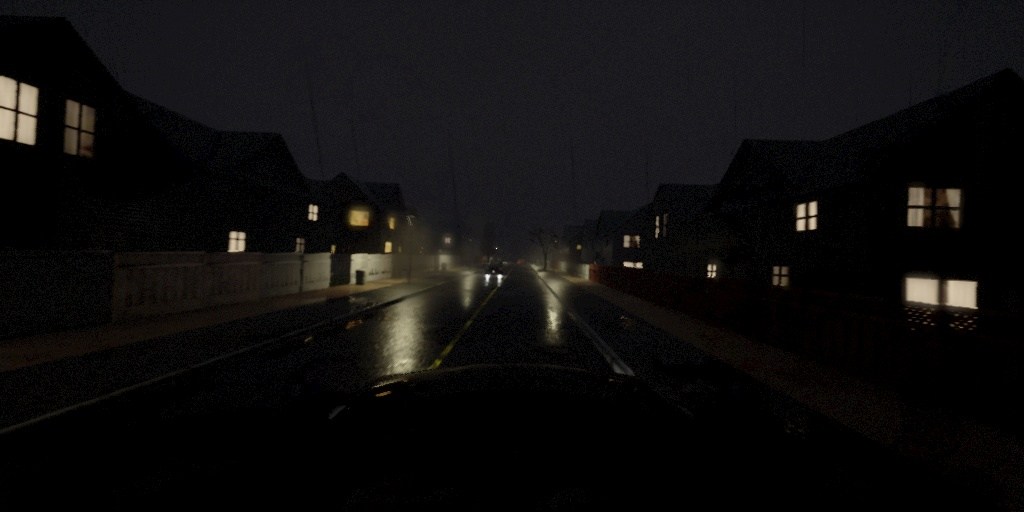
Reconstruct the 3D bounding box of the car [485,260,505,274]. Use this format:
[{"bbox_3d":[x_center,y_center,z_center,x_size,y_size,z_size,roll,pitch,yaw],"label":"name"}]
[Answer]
[{"bbox_3d":[-1.768,1.195,39.030,2.033,1.411,5.357,3,0,2],"label":"car"}]
